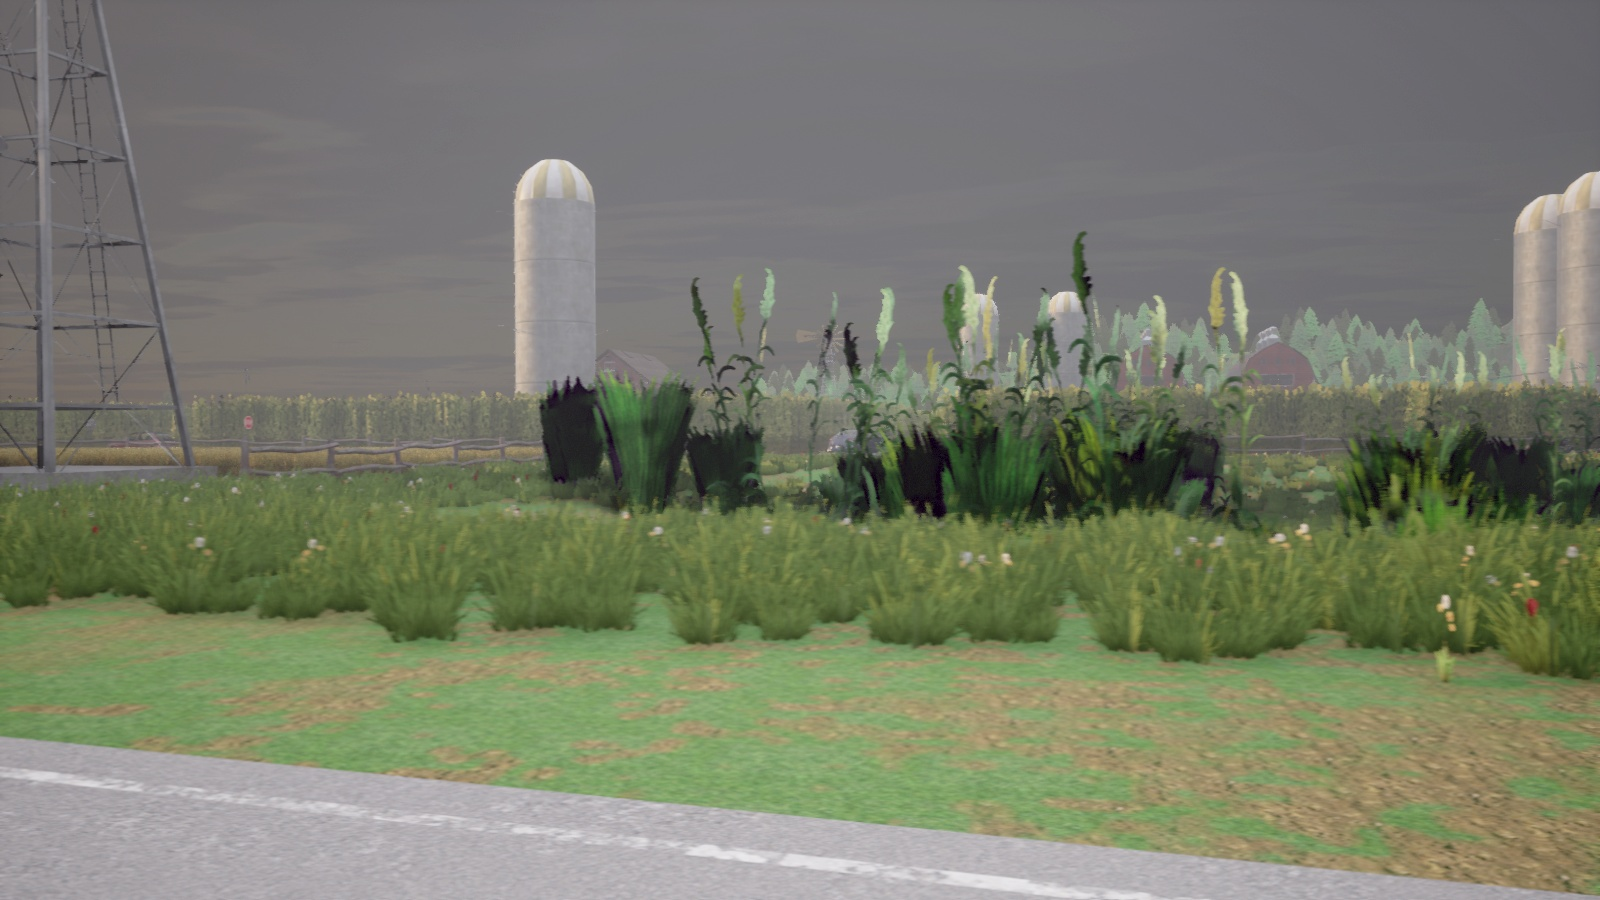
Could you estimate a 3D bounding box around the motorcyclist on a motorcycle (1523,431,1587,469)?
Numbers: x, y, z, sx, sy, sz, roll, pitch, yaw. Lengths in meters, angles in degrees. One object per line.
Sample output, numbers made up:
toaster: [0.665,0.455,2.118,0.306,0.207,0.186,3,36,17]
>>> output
motorcyclist on a motorcycle: [34.048,-0.003,56.675,2.350,1.649,0.766,1,1,13]

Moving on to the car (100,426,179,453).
car: [-40.454,-0.660,76.937,3.988,1.617,1.851,0,1,11]

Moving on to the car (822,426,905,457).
car: [3.560,-0.497,69.687,2.152,1.651,5.027,1,1,36]
